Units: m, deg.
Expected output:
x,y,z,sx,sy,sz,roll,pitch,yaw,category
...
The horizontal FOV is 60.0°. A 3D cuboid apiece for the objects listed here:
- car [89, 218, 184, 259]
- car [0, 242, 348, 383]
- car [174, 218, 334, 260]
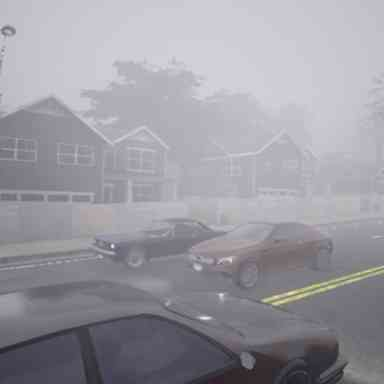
x,y,z,sx,sy,sz,roll,pitch,yaw,category
-0.868,1.564,11.050,4.718,1.301,1.895,0,0,-35,car
-0.931,1.542,2.775,5.357,1.411,2.033,0,0,-36,car
2.029,1.481,9.125,4.674,1.442,1.812,0,0,-35,car
